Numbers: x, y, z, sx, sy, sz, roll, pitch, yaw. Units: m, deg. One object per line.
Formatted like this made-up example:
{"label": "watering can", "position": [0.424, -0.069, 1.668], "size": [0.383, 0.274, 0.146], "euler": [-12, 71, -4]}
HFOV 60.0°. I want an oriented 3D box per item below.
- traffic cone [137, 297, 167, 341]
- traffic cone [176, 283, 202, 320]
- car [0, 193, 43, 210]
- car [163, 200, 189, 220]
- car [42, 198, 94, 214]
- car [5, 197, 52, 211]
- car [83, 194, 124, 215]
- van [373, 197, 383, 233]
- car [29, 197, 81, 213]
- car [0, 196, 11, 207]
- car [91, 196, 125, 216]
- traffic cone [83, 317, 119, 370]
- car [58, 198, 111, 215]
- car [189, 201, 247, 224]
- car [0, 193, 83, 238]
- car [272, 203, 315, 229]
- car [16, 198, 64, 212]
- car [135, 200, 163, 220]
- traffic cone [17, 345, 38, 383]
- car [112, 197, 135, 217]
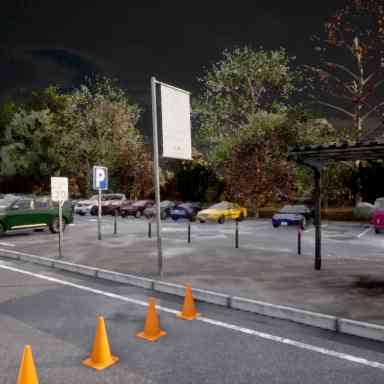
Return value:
{"label": "traffic cone", "position": [-0.631, 1.957, 5.229], "size": [0.340, 0.580, 0.340], "euler": [0, 0, 35]}
{"label": "traffic cone", "position": [-0.057, 1.957, 6.044], "size": [0.340, 0.580, 0.340], "euler": [0, 0, 36]}
{"label": "car", "position": [-22.567, 1.152, 42.855], "size": [2.435, 2.045, 5.566], "euler": [0, 0, 35]}
{"label": "car", "position": [0.185, 1.504, 26.950], "size": [2.163, 1.488, 4.792], "euler": [0, 0, 35]}
{"label": "car", "position": [-13.465, 1.454, 36.492], "size": [2.097, 1.535, 5.008], "euler": [0, 0, 35]}
{"label": "car", "position": [-20.265, 1.451, 41.309], "size": [2.163, 1.488, 4.792], "euler": [0, 0, 35]}
{"label": "car", "position": [-8.934, 1.211, 33.282], "size": [2.435, 2.045, 5.566], "euler": [0, 0, 35]}
{"label": "van", "position": [11.592, 1.264, 19.046], "size": [1.878, 1.987, 4.442], "euler": [0, 0, 35]}
{"label": "car", "position": [-15.629, 1.443, 38.244], "size": [1.946, 1.575, 5.366], "euler": [0, 0, 35]}
{"label": "car", "position": [-29.260, 1.331, 47.818], "size": [1.946, 1.575, 5.366], "euler": [1, 0, 35]}
{"label": "car", "position": [-6.643, 1.465, 31.715], "size": [2.097, 1.535, 5.008], "euler": [0, 0, 35]}
{"label": "traffic cone", "position": [-1.206, 1.957, 4.412], "size": [0.340, 0.580, 0.340], "euler": [0, 0, 35]}
{"label": "car", "position": [-11.192, 1.461, 34.896], "size": [2.231, 1.521, 4.892], "euler": [0, 0, 35]}
{"label": "car", "position": [2.333, 1.474, 25.179], "size": [1.946, 1.575, 5.366], "euler": [0, 0, 35]}
{"label": "car", "position": [-8.924, 1.220, 17.293], "size": [2.435, 2.045, 5.566], "euler": [0, 0, 35]}
{"label": "car", "position": [6.966, 1.513, 22.117], "size": [2.163, 1.488, 4.792], "euler": [0, 0, 35]}
{"label": "car", "position": [-18.020, 1.468, 39.662], "size": [2.163, 1.488, 4.792], "euler": [0, 0, 35]}
{"label": "car", "position": [-2.099, 1.473, 28.526], "size": [2.231, 1.521, 4.892], "euler": [0, 0, 35]}
{"label": "traffic cone", "position": [-1.781, 1.957, 3.595], "size": [0.340, 0.580, 0.340], "euler": [0, 0, 35]}
{"label": "car", "position": [-4.372, 1.468, 30.120], "size": [2.097, 1.535, 5.008], "euler": [0, 0, 35]}
